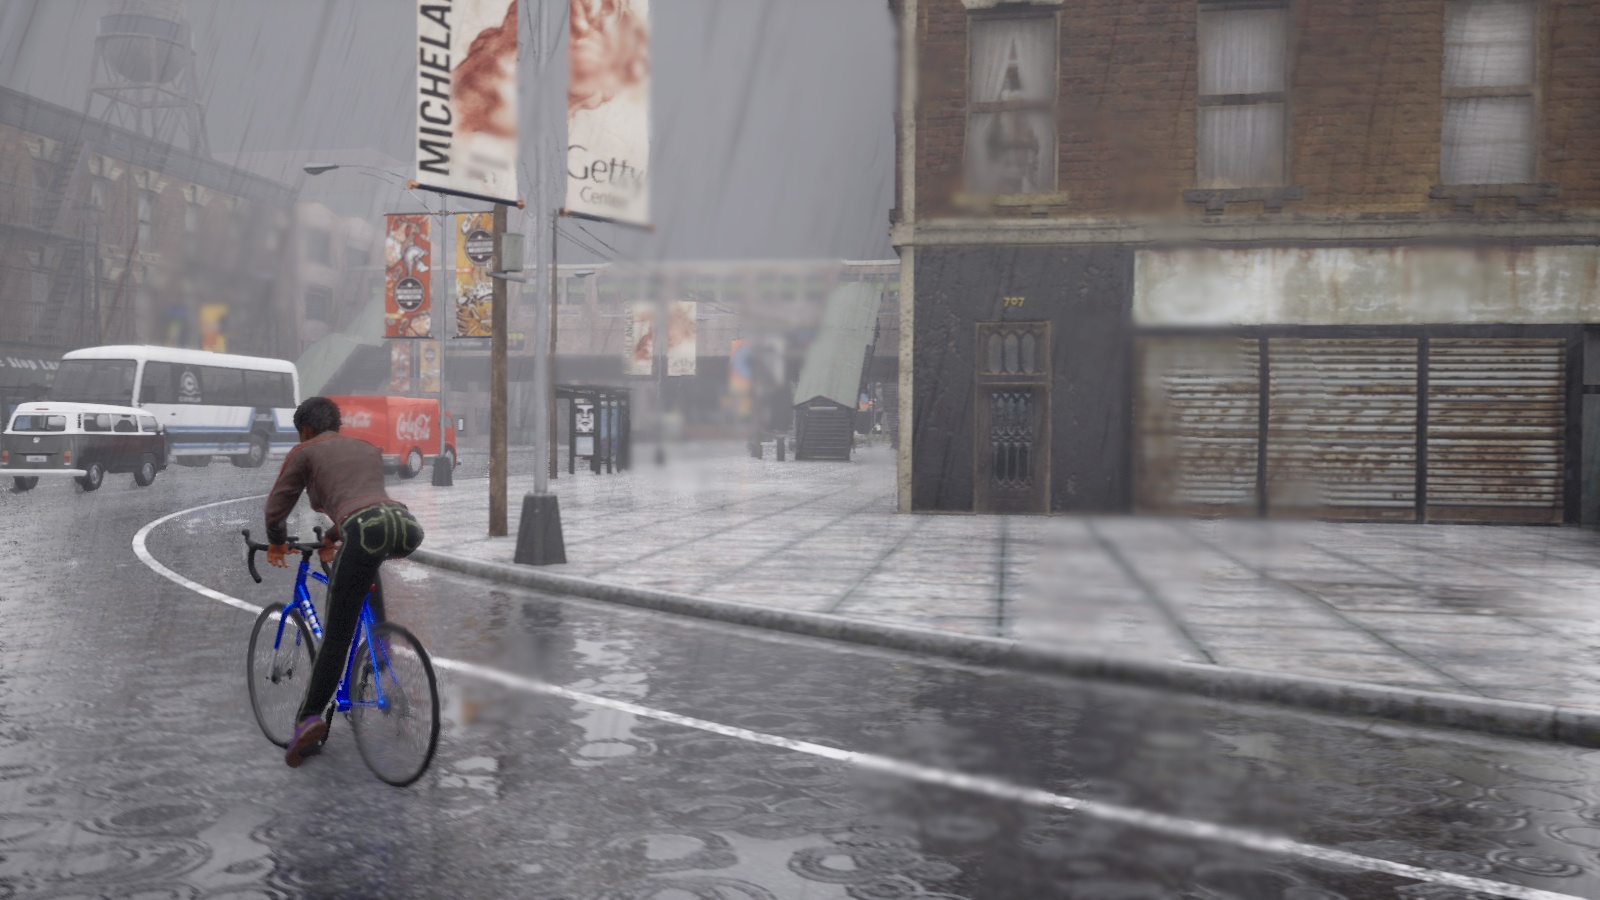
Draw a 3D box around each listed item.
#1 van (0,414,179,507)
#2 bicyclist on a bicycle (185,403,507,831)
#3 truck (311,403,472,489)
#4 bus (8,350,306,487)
[{"bbox_3d":[-16.992,0.214,30.050,2.069,2.038,4.480,-1,1,-1],"label":"van"},{"bbox_3d":[-2.035,0.631,5.513,1.656,1.620,0.582,0,0,41],"label":"bicyclist on a bicycle"},{"bbox_3d":[-12.483,-0.147,38.836,2.627,2.467,5.204,0,1,9],"label":"truck"},{"bbox_3d":[-22.185,-1.026,44.435,3.944,4.253,10.273,0,1,10],"label":"bus"}]
